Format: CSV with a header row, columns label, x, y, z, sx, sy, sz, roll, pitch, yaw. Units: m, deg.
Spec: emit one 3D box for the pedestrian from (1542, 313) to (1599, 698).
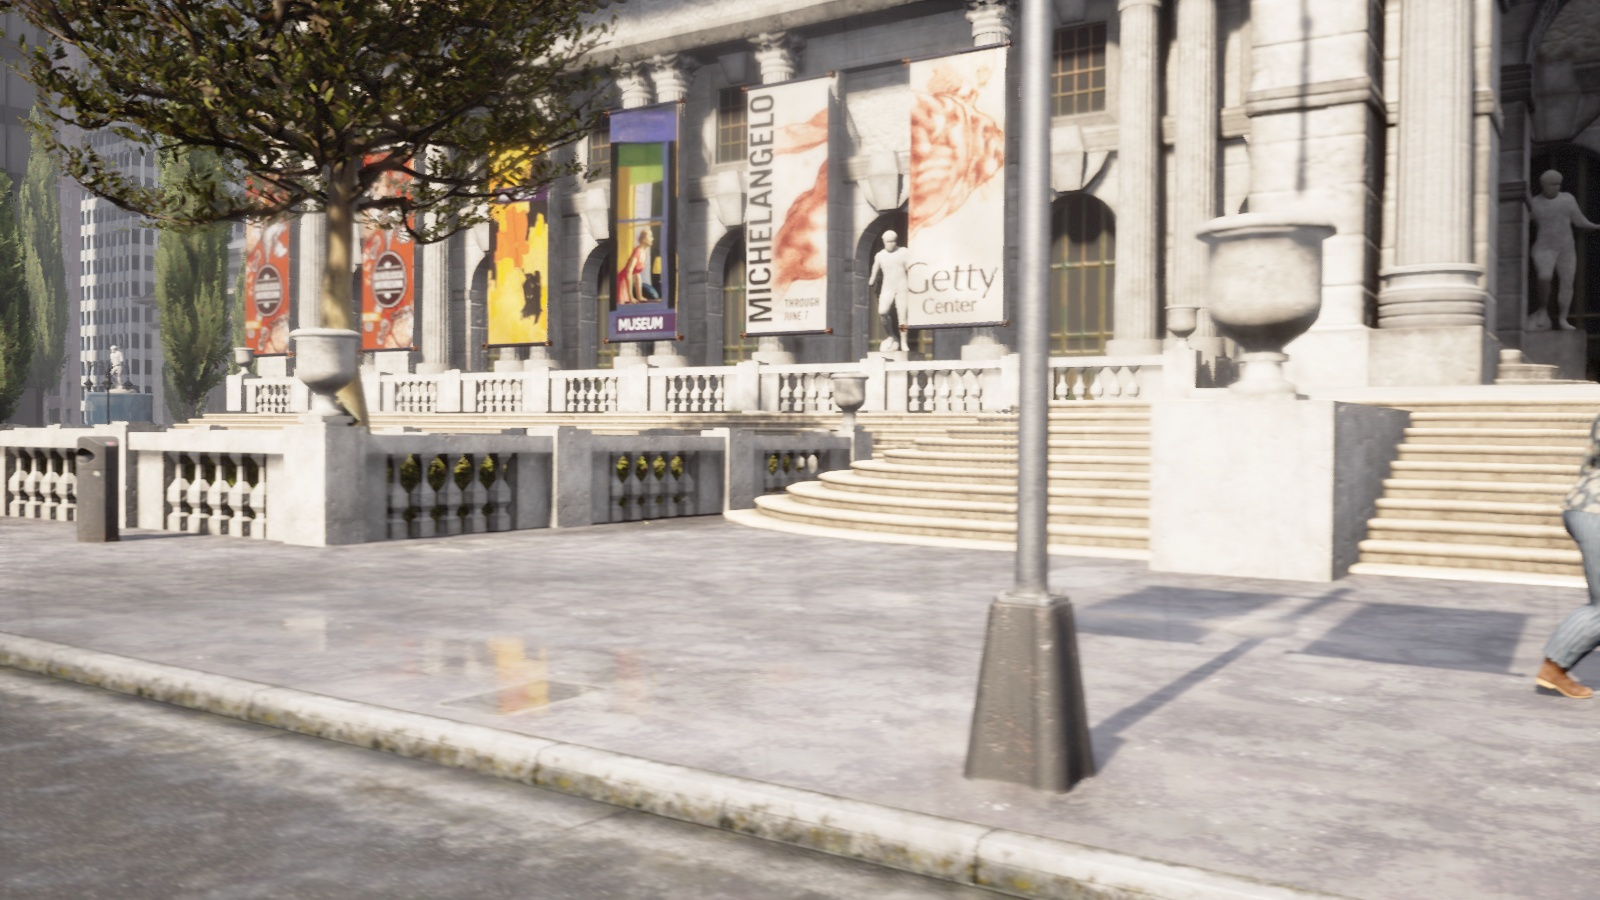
label,x,y,z,sx,sy,sz,roll,pitch,yaw
pedestrian,4.378,0.262,6.344,0.900,1.855,0.874,0,1,17
